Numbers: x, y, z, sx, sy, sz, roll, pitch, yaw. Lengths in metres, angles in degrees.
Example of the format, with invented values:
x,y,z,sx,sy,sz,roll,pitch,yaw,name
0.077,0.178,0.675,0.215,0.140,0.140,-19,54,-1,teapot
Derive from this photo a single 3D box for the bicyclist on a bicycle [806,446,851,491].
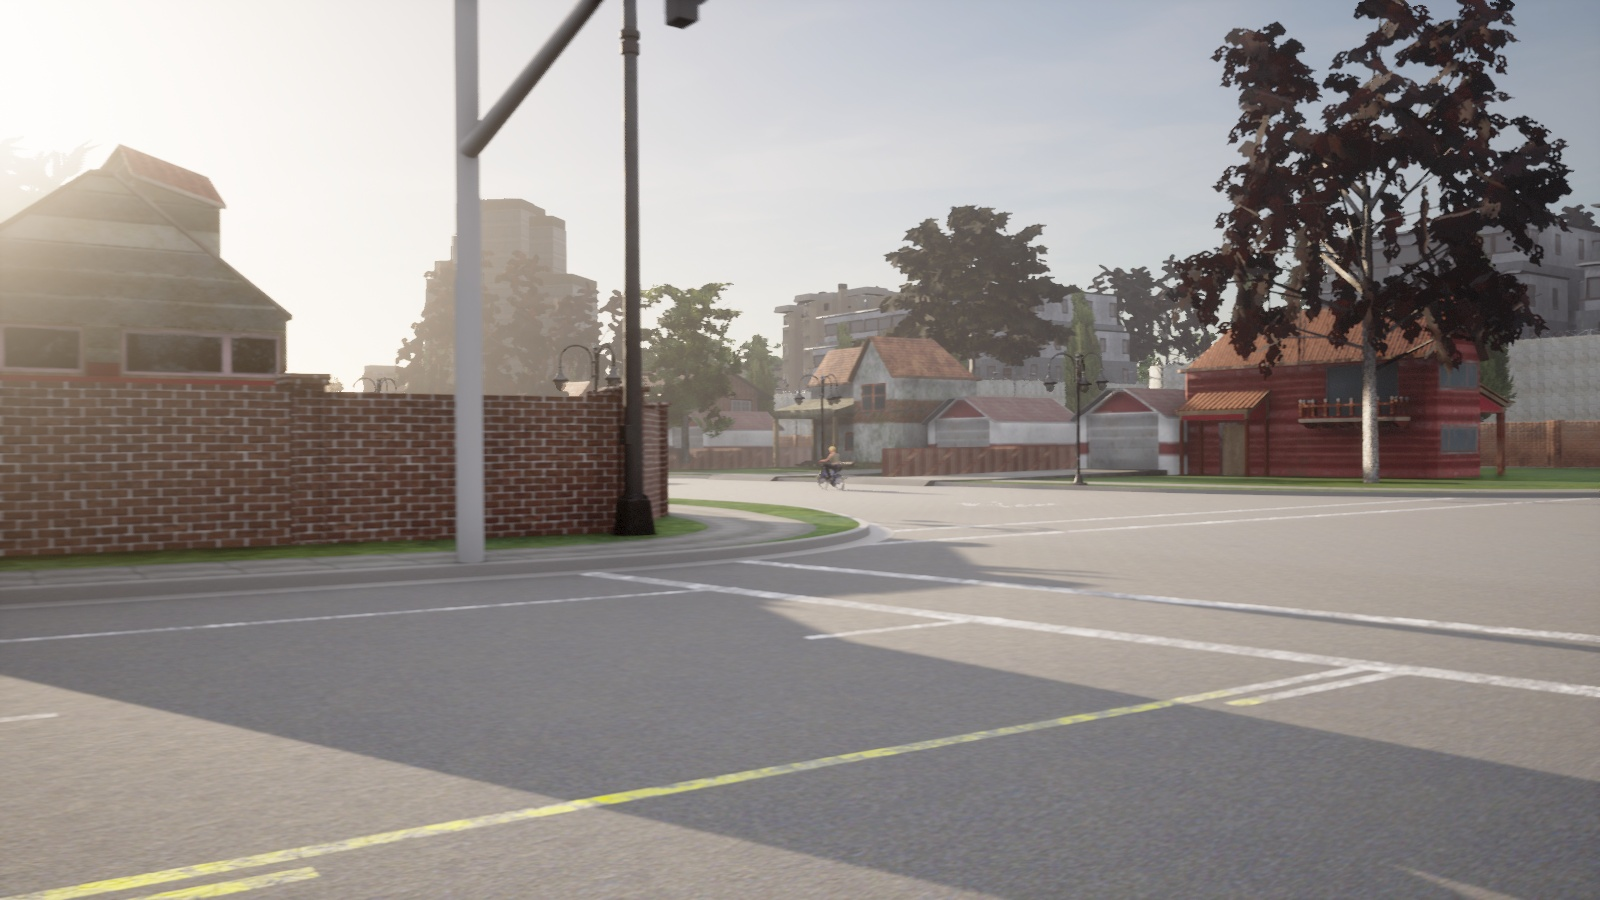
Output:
x,y,z,sx,sy,sz,roll,pitch,yaw,name
1.024,0.664,45.784,0.866,1.612,1.509,-1,0,-36,bicyclist on a bicycle
